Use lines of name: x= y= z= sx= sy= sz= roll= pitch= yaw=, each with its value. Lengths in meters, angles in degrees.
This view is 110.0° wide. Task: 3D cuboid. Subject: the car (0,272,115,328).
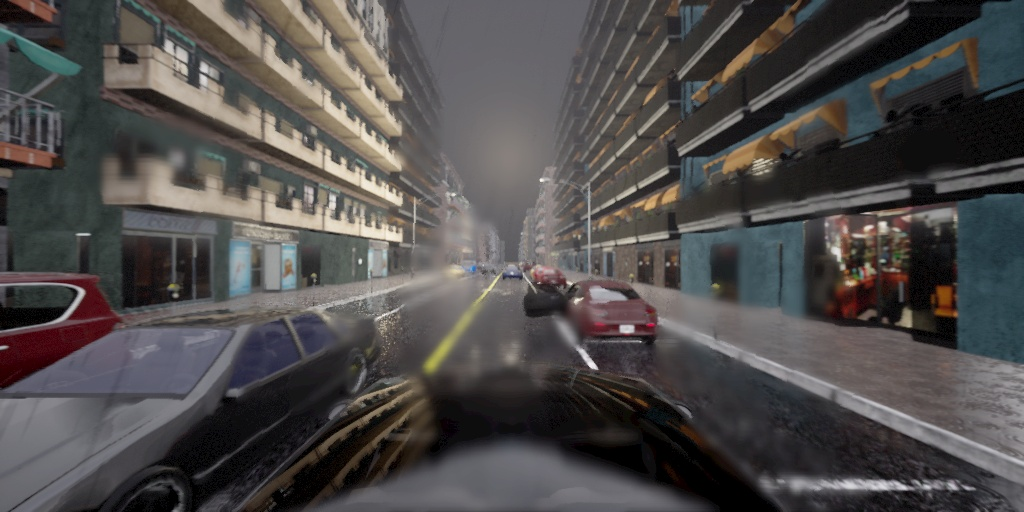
car: x=-5.691 y=1.070 z=2.358 sx=2.192 sy=1.841 sz=5.009 roll=0 pitch=0 yaw=0

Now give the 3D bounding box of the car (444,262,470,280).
car: x=-5.701 y=1.586 z=36.158 sx=1.751 sy=1.417 sz=4.829 roll=0 pitch=0 yaw=0

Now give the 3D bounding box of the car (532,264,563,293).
car: x=2.683 y=1.501 z=24.985 sx=1.888 sy=1.381 sz=4.507 roll=0 pitch=0 yaw=0

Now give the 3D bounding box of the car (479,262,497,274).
car: x=-3.014 y=1.738 z=48.424 sx=1.837 sy=1.490 sz=4.892 roll=0 pitch=-1 yaw=0

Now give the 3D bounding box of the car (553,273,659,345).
car: x=2.349 y=1.344 z=9.632 sx=1.812 sy=1.442 sz=4.674 roll=0 pitch=-1 yaw=0

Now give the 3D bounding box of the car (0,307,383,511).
car: x=-3.103 y=1.315 z=3.815 sx=2.033 sy=1.411 sz=5.357 roll=0 pitch=0 yaw=0

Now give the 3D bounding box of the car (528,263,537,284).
car: x=2.681 y=1.552 z=30.650 sx=1.888 sy=1.381 sz=4.507 roll=0 pitch=0 yaw=0

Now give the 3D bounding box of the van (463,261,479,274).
van: x=-5.704 y=1.515 z=47.651 sx=1.690 sy=1.789 sz=3.998 roll=0 pitch=0 yaw=0

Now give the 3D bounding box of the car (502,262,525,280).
car: x=0.050 y=1.623 z=36.198 sx=1.994 sy=1.385 sz=4.181 roll=0 pitch=-1 yaw=1

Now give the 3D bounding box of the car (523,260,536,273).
car: x=2.675 y=1.550 z=53.290 sx=2.192 sy=1.841 sz=5.009 roll=0 pitch=0 yaw=0

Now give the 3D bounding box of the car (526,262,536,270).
car: x=2.679 y=1.586 z=36.477 sx=1.751 sy=1.417 sz=4.829 roll=0 pitch=0 yaw=0
